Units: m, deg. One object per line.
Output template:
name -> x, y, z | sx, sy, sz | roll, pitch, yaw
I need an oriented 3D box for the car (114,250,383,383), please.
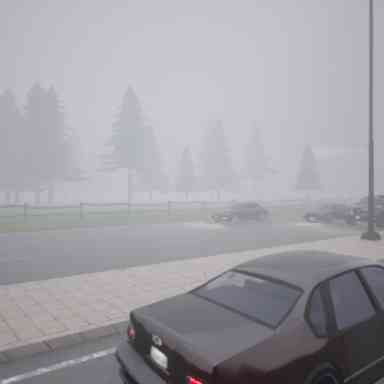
car -> 1.739, 1.548, 4.485 | 5.357, 1.411, 2.033 | 0, 0, -36

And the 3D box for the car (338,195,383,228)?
car -> 12.588, 1.228, 22.503 | 5.566, 2.045, 2.150 | 0, 0, -37

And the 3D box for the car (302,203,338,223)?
car -> 10.713, 1.551, 25.469 | 5.357, 1.411, 2.033 | 0, 0, -37

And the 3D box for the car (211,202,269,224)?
car -> 3.606, 1.503, 24.573 | 4.892, 1.490, 1.837 | 0, 0, -36
